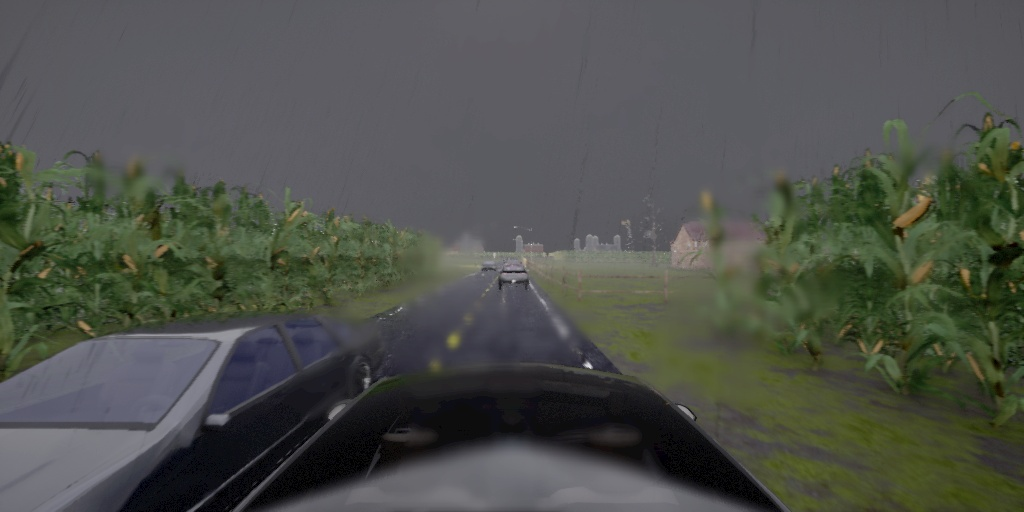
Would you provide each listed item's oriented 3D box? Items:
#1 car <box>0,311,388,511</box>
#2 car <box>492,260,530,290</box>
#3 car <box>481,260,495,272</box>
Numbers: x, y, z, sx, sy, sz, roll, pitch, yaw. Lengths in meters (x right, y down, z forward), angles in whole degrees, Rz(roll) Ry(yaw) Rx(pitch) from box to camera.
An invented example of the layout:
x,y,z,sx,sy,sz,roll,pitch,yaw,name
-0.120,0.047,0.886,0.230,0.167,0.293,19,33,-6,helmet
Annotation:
x,y,z,sx,sy,sz,roll,pitch,yaw,name
-2.851,1.297,3.339,2.033,1.411,5.357,0,0,0,car
0.102,1.234,22.657,2.128,1.511,4.902,0,0,0,car
-2.836,1.267,45.039,2.033,1.411,5.357,0,0,0,car
